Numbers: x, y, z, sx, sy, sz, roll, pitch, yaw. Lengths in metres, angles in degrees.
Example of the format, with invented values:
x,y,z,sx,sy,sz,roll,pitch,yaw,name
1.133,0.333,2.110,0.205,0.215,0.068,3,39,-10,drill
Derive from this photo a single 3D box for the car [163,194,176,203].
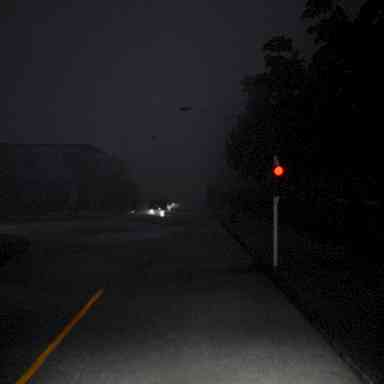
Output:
x,y,z,sx,sy,sz,roll,pitch,yaw,name
-4.072,1.225,61.266,2.128,1.511,4.902,0,0,0,car

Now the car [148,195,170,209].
x,y,z,sx,sy,sz,roll,pitch,yaw,name
-4.121,1.387,40.707,1.994,1.385,4.181,0,0,0,car

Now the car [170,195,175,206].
x,y,z,sx,sy,sz,roll,pitch,yaw,name
-4.068,1.284,50.861,1.837,1.490,4.892,0,0,0,car
